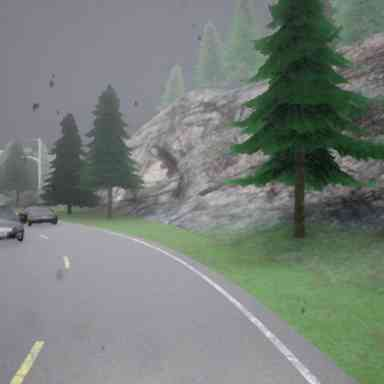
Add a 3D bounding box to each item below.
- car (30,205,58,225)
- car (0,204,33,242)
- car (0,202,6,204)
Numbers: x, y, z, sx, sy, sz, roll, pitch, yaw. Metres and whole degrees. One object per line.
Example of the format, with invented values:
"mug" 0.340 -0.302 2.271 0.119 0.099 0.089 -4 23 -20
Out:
"car" -11.276 1.654 24.190 1.994 1.385 4.181 0 0 -39
"car" -9.427 1.553 16.118 2.128 1.511 4.902 0 0 -35
"car" -21.065 1.737 35.797 1.895 1.301 4.718 0 0 -41
